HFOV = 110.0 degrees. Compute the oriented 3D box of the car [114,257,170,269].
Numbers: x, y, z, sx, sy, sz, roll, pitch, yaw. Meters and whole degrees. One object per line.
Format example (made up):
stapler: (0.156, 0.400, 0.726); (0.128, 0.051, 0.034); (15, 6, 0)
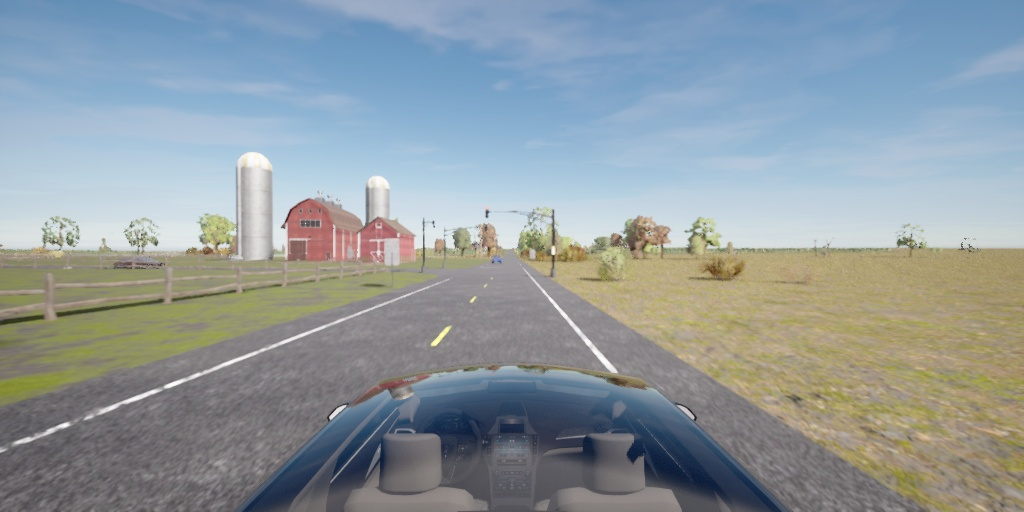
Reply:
car: (-45.096, 0.800, 43.724); (5.357, 1.411, 2.033); (1, 1, 0)
